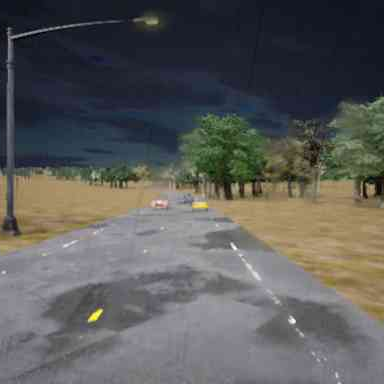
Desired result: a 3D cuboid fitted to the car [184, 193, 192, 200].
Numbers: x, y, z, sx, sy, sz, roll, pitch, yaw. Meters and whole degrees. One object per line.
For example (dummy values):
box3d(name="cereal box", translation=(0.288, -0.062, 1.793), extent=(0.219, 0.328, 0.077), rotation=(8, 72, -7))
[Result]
box3d(name="car", translation=(-1.022, 1.007, 78.153), extent=(1.812, 1.442, 4.674), rotation=(0, 1, -2))

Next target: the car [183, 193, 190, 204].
box3d(name="car", translation=(-0.555, 1.333, 57.645), extent=(2.033, 1.411, 5.357), rotation=(0, 0, -1))

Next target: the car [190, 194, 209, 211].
box3d(name="car", translation=(0.966, 1.356, 39.047), extent=(1.801, 1.575, 5.366), rotation=(0, 0, -1))

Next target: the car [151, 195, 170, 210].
box3d(name="car", translation=(-3.880, 1.242, 41.270), extent=(2.097, 1.767, 4.553), rotation=(0, 0, -1))
